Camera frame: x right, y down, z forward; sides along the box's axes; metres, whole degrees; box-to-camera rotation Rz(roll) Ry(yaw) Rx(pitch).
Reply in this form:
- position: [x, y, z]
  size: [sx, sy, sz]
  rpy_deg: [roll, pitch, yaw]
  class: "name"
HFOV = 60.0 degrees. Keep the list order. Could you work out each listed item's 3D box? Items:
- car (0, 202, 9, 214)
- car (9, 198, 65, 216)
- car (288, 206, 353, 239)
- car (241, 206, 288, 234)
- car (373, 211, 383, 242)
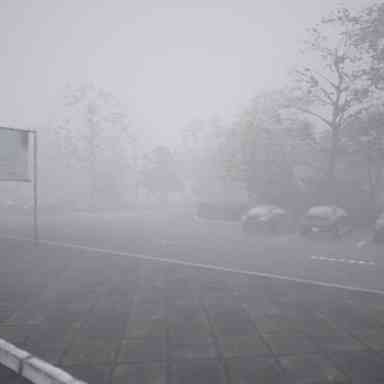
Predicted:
- position: [-17.944, 1.616, 35.330]
  size: [2.002, 1.452, 4.674]
  rpy_deg: [0, 0, 35]
  class: "car"
- position: [-15.323, 1.437, 33.546]
  size: [2.185, 1.767, 4.553]
  rpy_deg: [0, 0, 35]
  class: "car"
- position: [7.121, 1.467, 17.461]
  size: [2.231, 1.521, 4.892]
  rpy_deg: [0, 0, 36]
  class: "car"
- position: [4.457, 1.518, 19.368]
  size: [2.002, 1.452, 4.674]
  rpy_deg: [0, 0, 36]
  class: "car"
- position: [9.791, 1.455, 15.567]
  size: [2.097, 1.535, 5.008]
  rpy_deg: [0, 0, 36]
  class: "car"
